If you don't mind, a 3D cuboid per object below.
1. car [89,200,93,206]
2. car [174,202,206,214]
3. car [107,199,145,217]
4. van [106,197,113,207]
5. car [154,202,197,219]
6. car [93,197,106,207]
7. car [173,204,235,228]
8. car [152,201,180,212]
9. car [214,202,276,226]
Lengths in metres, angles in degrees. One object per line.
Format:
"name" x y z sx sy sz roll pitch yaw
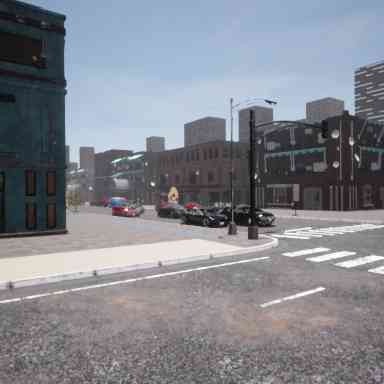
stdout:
"car" -19.659 2.227 67.944 1.887 1.381 4.507 -1 0 -36
"car" -0.353 1.903 40.921 1.802 1.307 4.206 -2 0 -36
"car" -7.173 1.846 36.048 1.967 1.590 4.097 -1 0 -36
"van" -13.228 1.906 58.936 1.690 1.788 3.998 -1 0 -36
"car" -1.760 1.879 32.961 1.994 1.385 4.181 -1 0 -35
"car" -16.446 1.939 63.440 2.192 1.841 5.009 -1 0 -36
"car" 0.797 1.814 24.686 1.947 1.339 4.313 -2 0 -36
"car" -3.569 1.965 45.425 1.802 1.307 4.206 -2 0 -36
"car" 4.017 1.705 24.800 1.837 1.490 4.892 -1 0 -34
